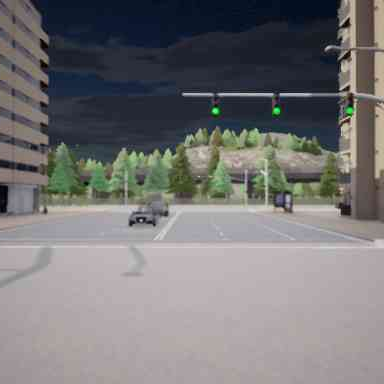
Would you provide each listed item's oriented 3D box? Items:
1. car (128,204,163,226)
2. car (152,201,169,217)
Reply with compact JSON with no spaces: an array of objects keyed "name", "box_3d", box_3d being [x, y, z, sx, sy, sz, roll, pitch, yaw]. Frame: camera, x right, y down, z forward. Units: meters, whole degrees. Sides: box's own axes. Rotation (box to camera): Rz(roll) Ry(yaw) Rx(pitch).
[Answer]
[{"name":"car","box_3d":[-3.592,1.835,25.529,1.994,1.385,4.181,0,-1,0]},{"name":"car","box_3d":[-3.582,1.732,35.796,2.097,1.767,4.553,0,-1,-1]}]
